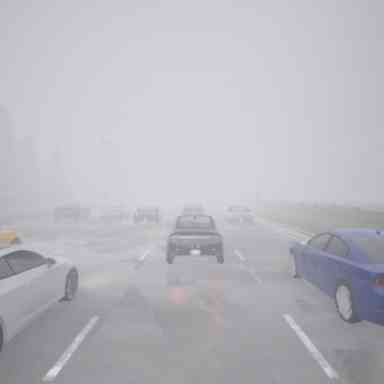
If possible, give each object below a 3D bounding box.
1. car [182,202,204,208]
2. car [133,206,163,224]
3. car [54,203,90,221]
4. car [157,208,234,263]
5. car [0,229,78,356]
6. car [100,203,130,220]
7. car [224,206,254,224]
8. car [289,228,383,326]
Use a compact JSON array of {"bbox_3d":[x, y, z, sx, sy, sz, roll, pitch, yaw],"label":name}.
[{"bbox_3d":[0.105,1.674,30.615,1.882,1.535,5.008,0,0,0],"label":"car"},{"bbox_3d":[-3.396,1.771,26.531,1.895,1.301,4.718,0,0,0],"label":"car"},{"bbox_3d":[-10.395,1.680,29.138,2.128,1.511,4.902,0,0,0],"label":"car"},{"bbox_3d":[0.102,1.572,12.236,2.128,1.511,4.902,0,0,0],"label":"car"},{"bbox_3d":[-3.404,1.561,5.406,1.812,1.442,4.674,0,0,0],"label":"car"},{"bbox_3d":[-6.894,1.718,29.995,1.812,1.442,4.674,0,0,0],"label":"car"},{"bbox_3d":[3.604,1.771,26.530,1.895,1.301,4.718,0,0,0],"label":"car"},{"bbox_3d":[3.601,1.525,7.267,1.882,1.535,5.008,0,0,0],"label":"car"}]
